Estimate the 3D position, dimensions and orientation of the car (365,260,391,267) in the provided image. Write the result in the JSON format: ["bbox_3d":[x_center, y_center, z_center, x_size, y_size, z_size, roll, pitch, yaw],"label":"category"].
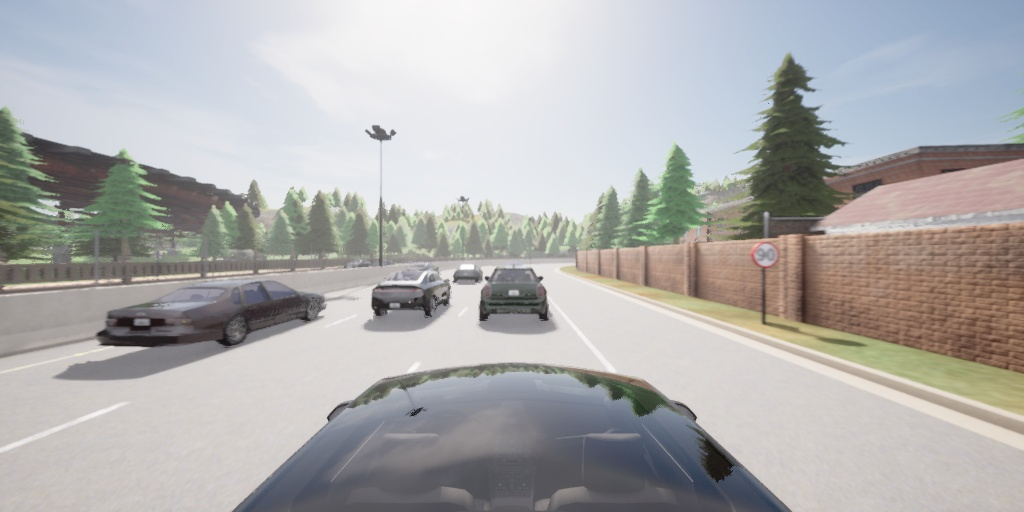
[{"bbox_3d":[-17.153,1.233,47.493,1.837,1.490,4.892,0,0,4],"label":"car"}]

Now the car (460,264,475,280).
[{"bbox_3d":[-3.420,1.302,28.575,1.994,1.385,4.181,0,0,0],"label":"car"}]

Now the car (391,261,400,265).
[{"bbox_3d":[-13.679,1.294,47.023,1.994,1.385,4.181,0,0,4],"label":"car"}]

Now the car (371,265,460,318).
[{"bbox_3d":[-3.430,1.237,12.967,2.128,1.511,4.902,0,0,0],"label":"car"}]

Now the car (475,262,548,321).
[{"bbox_3d":[0.067,1.096,12.650,2.097,1.767,4.553,0,0,0],"label":"car"}]

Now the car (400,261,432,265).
[{"bbox_3d":[-6.922,1.245,28.056,1.837,1.490,4.892,0,1,0],"label":"car"}]

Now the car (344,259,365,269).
[{"bbox_3d":[-20.630,1.220,48.102,2.128,1.511,4.902,0,0,4],"label":"car"}]

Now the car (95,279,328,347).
[{"bbox_3d":[-6.961,1.294,9.273,2.033,1.411,5.357,0,0,0],"label":"car"}]
